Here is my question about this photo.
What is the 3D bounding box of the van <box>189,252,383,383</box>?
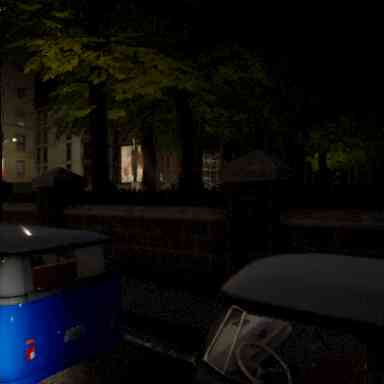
[{"bbox_3d":[1.779,1.337,1.583,3.998,1.788,1.690,0,0,35],"label":"van"}]

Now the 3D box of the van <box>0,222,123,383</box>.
[{"bbox_3d":[-2.828,1.374,4.866,3.998,1.788,1.690,0,0,35],"label":"van"}]
